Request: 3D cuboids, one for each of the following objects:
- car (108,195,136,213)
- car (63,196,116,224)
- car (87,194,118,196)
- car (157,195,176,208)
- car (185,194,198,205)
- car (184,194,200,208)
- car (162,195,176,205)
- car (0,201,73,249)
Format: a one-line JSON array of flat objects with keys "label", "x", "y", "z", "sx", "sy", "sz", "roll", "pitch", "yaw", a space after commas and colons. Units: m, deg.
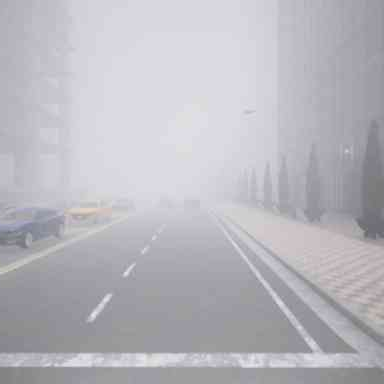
[{"label": "car", "x": -7.051, "y": 1.301, "z": 34.151, "sx": 2.033, "sy": 1.411, "sz": 5.357, "roll": 0, "pitch": 0, "yaw": 1}, {"label": "car", "x": -7.074, "y": 1.308, "z": 23.490, "sx": 1.882, "sy": 1.535, "sz": 5.008, "roll": 0, "pitch": 0, "yaw": 0}, {"label": "car", "x": -10.528, "y": 1.271, "z": 38.319, "sx": 2.033, "sy": 1.411, "sz": 5.357, "roll": 0, "pitch": 0, "yaw": 1}, {"label": "car", "x": -3.408, "y": 1.243, "z": 42.156, "sx": 2.033, "sy": 1.411, "sz": 5.357, "roll": 0, "pitch": 0, "yaw": 0}, {"label": "car", "x": -0.010, "y": 1.113, "z": 50.542, "sx": 1.882, "sy": 1.535, "sz": 5.008, "roll": 0, "pitch": 0, "yaw": 0}, {"label": "car", "x": -0.008, "y": 1.180, "z": 41.147, "sx": 1.882, "sy": 1.535, "sz": 5.008, "roll": 0, "pitch": 0, "yaw": 0}, {"label": "car", "x": -3.510, "y": 1.193, "z": 51.403, "sx": 1.994, "sy": 1.385, "sz": 4.181, "roll": 0, "pitch": 0, "yaw": 0}, {"label": "car", "x": -7.079, "y": 1.375, "z": 14.223, "sx": 1.882, "sy": 1.535, "sz": 5.008, "roll": 0, "pitch": 0, "yaw": 0}]
